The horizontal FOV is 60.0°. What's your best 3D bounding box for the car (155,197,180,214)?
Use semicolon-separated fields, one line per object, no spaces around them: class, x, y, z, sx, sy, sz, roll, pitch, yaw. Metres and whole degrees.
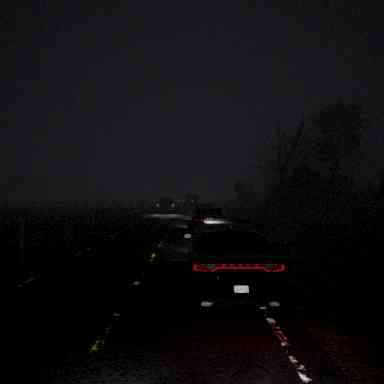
car;-2.723;1.367;35.740;2.097;1.767;4.553;0;0;0

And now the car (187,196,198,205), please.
car;0.047;1.534;60.562;1.882;1.535;5.008;0;0;0

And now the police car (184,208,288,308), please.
police car;0.832;1.426;8.165;1.930;1.638;5.238;0;0;0

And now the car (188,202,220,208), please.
car;0.839;1.509;18.055;1.837;1.490;4.892;0;0;0

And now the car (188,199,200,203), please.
car;0.844;1.511;24.055;1.837;1.490;4.892;0;0;0

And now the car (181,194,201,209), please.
car;0.073;1.251;45.948;2.150;2.045;5.566;0;0;1
